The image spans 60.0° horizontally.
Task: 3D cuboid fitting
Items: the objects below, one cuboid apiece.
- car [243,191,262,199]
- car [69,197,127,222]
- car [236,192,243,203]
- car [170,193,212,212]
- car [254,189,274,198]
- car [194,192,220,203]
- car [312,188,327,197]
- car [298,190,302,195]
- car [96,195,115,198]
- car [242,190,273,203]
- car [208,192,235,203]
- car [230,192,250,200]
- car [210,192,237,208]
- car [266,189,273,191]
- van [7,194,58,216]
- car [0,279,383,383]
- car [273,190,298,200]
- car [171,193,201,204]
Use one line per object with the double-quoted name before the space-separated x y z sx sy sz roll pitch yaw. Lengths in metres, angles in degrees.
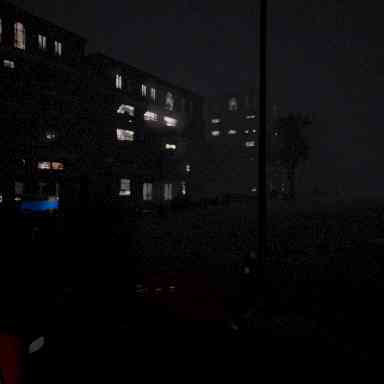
"car" 11.822 0.526 64.956 1.752 1.417 4.829 2 2 35
"car" -6.664 1.329 23.749 1.947 1.339 4.313 2 2 35
"car" 6.891 0.814 47.764 1.837 1.490 4.892 1 1 35
"car" -0.300 1.132 32.887 1.887 1.381 4.507 2 2 35
"car" 15.105 0.227 69.661 2.192 1.841 5.009 2 2 35
"car" 2.372 0.808 51.387 2.008 1.369 4.403 2 2 35
"car" 29.070 0.009 75.595 2.150 2.045 5.566 1 1 35
"car" 27.831 0.114 87.947 1.887 1.381 4.507 2 2 35
"car" -8.351 1.108 31.476 1.882 1.535 5.008 1 1 35
"car" 9.248 0.876 46.598 2.008 1.369 4.403 2 2 35
"car" 4.493 0.757 49.838 1.882 1.535 5.008 1 1 35
"car" 8.737 0.650 60.527 1.947 1.339 4.313 2 2 35
"car" 2.883 1.051 37.457 2.008 1.369 4.403 2 2 35
"car" 15.654 0.424 60.361 2.097 1.767 4.553 1 1 36
"van" -13.538 1.035 28.531 1.690 1.788 3.998 2 2 35
"car" -0.316 1.544 3.096 4.507 1.381 1.887 0 0 36
"car" 15.711 0.675 55.877 1.752 1.417 4.829 2 2 35
"car" -0.811 0.910 46.817 1.947 1.339 4.313 2 2 35
